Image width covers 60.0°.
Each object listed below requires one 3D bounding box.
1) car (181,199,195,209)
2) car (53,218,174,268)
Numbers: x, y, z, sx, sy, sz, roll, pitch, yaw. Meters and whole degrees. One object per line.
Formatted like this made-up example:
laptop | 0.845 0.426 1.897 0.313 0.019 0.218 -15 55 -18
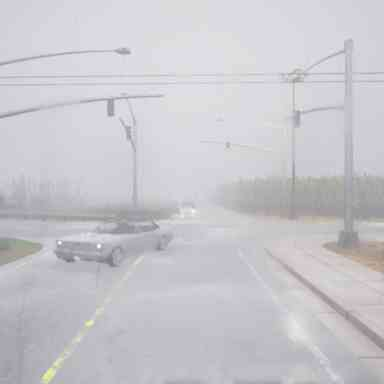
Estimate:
car | -0.610 1.574 46.183 1.895 1.301 4.718 0 0 -3
car | -2.433 1.603 11.587 1.895 1.301 4.718 0 0 23
